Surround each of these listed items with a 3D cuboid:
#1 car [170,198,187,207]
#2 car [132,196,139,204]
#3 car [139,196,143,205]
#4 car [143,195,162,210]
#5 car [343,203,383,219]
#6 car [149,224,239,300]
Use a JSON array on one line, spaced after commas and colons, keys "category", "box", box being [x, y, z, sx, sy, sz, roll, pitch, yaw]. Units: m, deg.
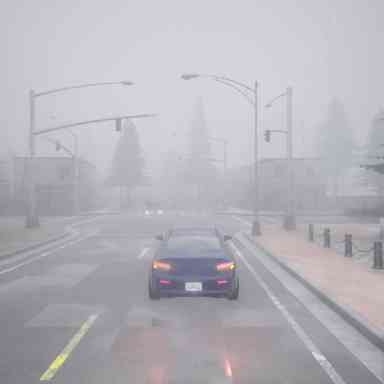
[{"category": "car", "box": [-2.014, 1.529, 49.242, 1.994, 1.385, 4.181, 0, 0, -10]}, {"category": "car", "box": [-10.082, 1.470, 62.777, 1.837, 1.490, 4.892, 0, 0, -23]}, {"category": "car", "box": [-6.689, 1.318, 52.971, 2.097, 1.767, 4.553, 0, 0, -15]}, {"category": "car", "box": [-4.938, 1.443, 43.084, 1.882, 1.535, 5.008, 0, 0, -6]}, {"category": "car", "box": [15.443, 1.585, 28.132, 4.718, 1.301, 1.895, 0, 0, 2]}, {"category": "car", "box": [0.041, 1.526, 8.256, 1.812, 1.442, 4.674, 0, 0, 0]}]
